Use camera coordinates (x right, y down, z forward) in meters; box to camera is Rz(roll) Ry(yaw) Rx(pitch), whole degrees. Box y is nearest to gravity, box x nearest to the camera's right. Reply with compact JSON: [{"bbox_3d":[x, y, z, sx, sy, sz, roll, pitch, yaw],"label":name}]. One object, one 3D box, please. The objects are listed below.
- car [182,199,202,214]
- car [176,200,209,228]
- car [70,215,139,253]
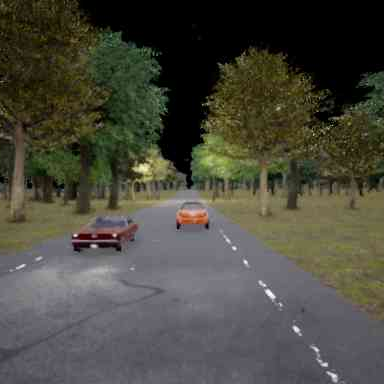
[{"bbox_3d":[0.016,1.652,38.812,2.128,1.511,4.902,0,0,0],"label":"car"},{"bbox_3d":[0.052,1.452,22.896,2.097,1.767,4.553,0,0,0],"label":"car"},{"bbox_3d":[-3.524,1.668,14.219,1.895,1.301,4.718,0,0,0],"label":"car"}]
